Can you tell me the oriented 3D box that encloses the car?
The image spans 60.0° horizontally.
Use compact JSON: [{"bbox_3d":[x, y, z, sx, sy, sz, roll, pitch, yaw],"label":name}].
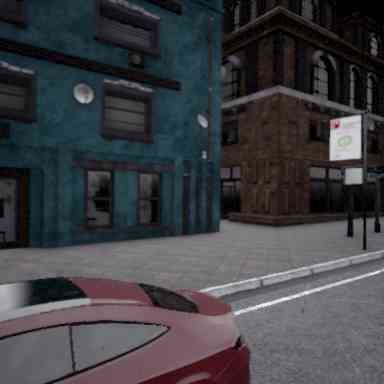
[{"bbox_3d":[-1.562,1.526,2.571,4.674,1.442,1.812,0,0,-36],"label":"car"}]
